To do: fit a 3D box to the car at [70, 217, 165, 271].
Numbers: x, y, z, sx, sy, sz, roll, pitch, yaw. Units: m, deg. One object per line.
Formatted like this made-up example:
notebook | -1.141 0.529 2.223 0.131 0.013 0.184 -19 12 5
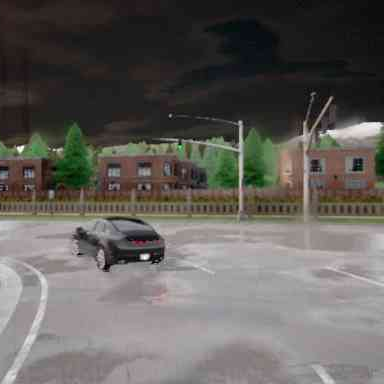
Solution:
car | -2.707 1.614 11.466 1.837 1.490 4.892 3 -2 -34
